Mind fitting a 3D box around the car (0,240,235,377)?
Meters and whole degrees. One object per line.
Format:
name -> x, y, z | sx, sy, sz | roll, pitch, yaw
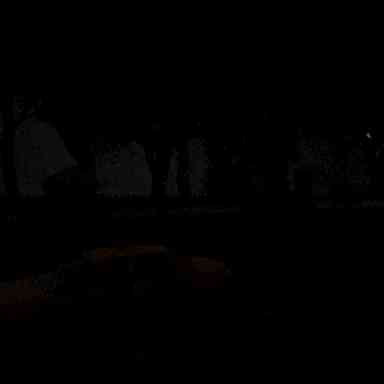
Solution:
car -> -1.470, 1.526, 5.512 | 4.829, 1.417, 1.752 | 0, 0, -36
